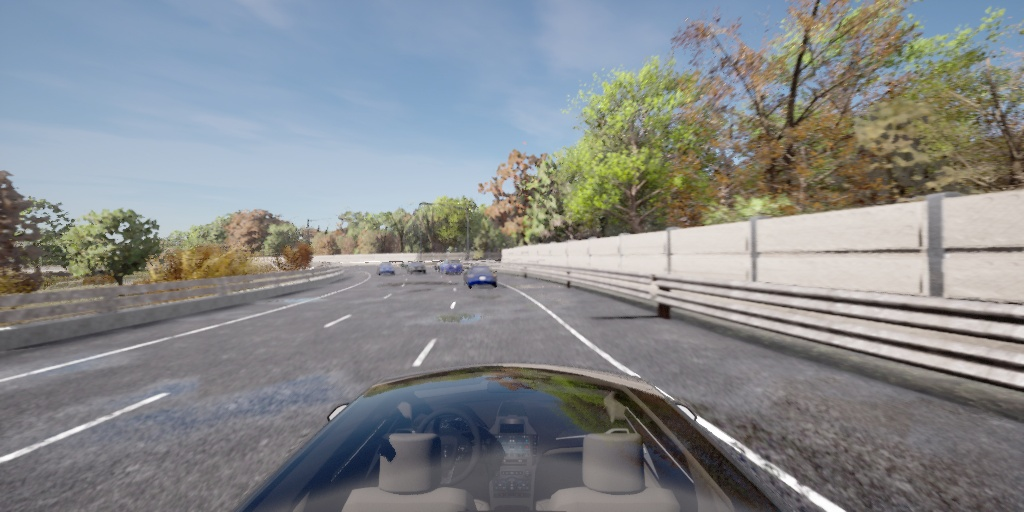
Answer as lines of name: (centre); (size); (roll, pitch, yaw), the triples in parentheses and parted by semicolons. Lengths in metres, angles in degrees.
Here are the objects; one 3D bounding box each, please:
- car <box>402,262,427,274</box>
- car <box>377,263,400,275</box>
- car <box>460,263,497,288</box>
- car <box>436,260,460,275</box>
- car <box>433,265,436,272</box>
car: (-11.787, 1.489, 44.094); (2.033, 1.411, 5.357); (-1, 0, -24)
car: (-15.083, 1.542, 42.902); (2.033, 1.411, 5.357); (-1, 0, -24)
car: (-2.217, 1.352, 24.298); (1.994, 1.385, 4.181); (-1, 0, -12)
car: (-7.054, 1.220, 41.671); (2.097, 1.767, 4.553); (-1, 0, -20)
car: (-8.955, 1.495, 46.464); (1.895, 1.301, 4.718); (-1, 0, -21)
